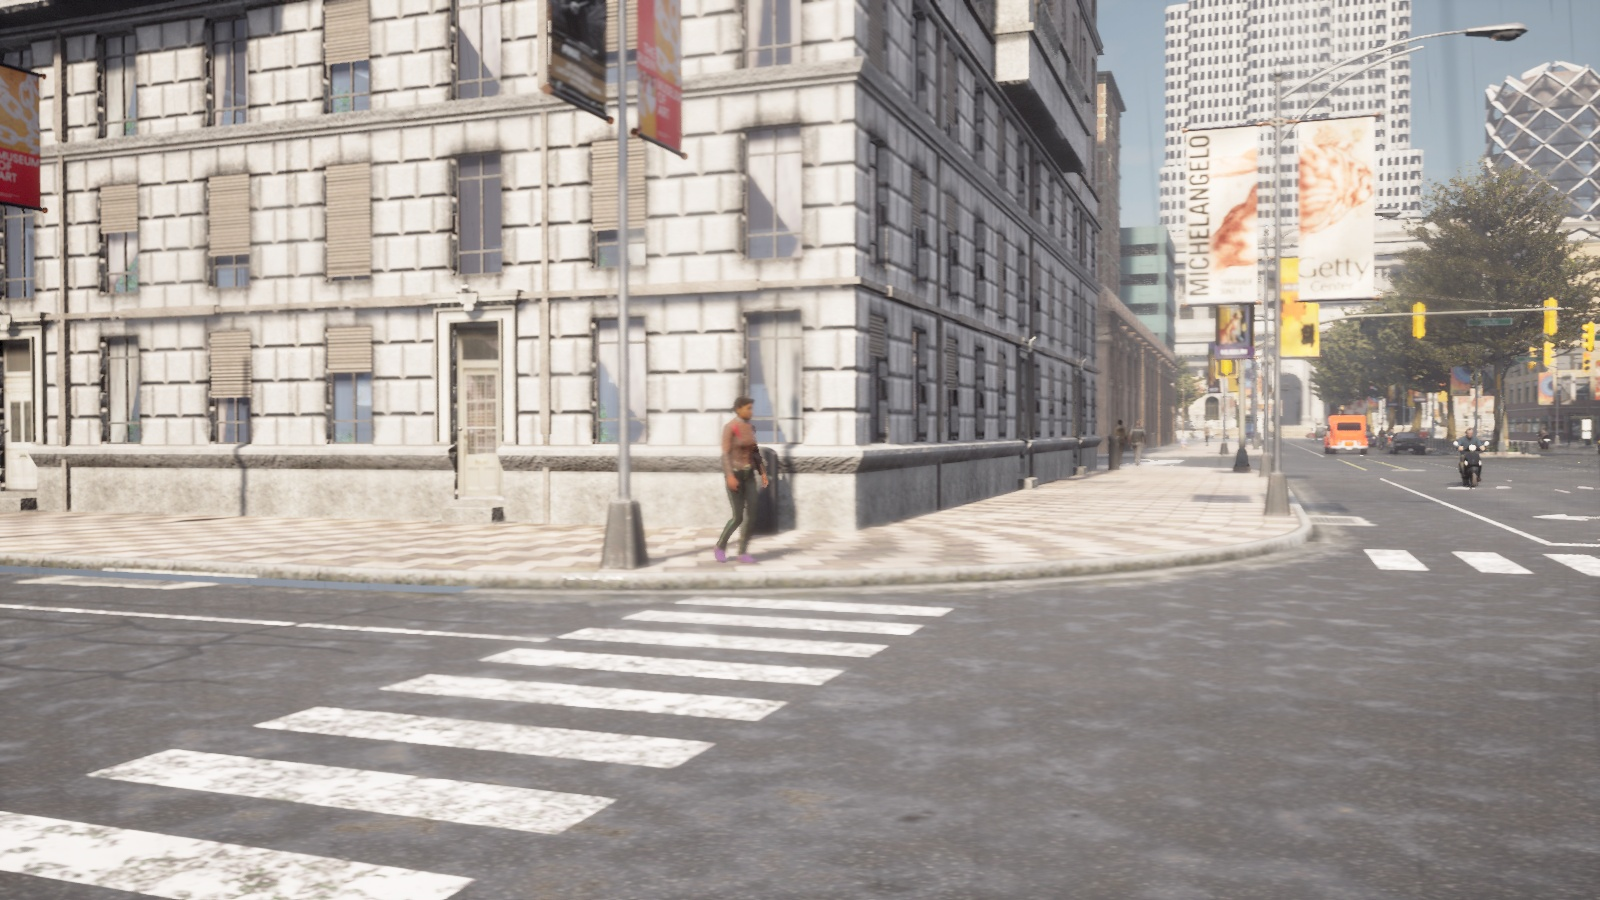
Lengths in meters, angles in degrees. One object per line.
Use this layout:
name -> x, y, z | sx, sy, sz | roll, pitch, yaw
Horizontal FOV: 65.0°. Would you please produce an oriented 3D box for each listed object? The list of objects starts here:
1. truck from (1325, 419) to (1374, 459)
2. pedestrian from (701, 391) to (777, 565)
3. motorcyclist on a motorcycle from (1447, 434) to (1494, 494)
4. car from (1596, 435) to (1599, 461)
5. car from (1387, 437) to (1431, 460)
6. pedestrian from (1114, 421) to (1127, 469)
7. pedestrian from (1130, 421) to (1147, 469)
truck -> 35.201, -0.698, 80.576 | 2.627, 2.467, 5.204 | 1, 1, 21
pedestrian -> -0.663, 0.283, 13.466 | 0.328, 1.805, 0.869 | -1, 1, -42
motorcyclist on a motorcycle -> 18.280, 0.353, 34.262 | 0.866, 1.590, 1.817 | 1, 1, 20
car -> 48.814, -0.122, 74.226 | 1.801, 1.575, 5.366 | 0, 1, 19
car -> 38.877, -0.144, 80.250 | 2.033, 1.411, 5.357 | 1, 1, 21
pedestrian -> 12.854, -0.208, 50.408 | 0.396, 1.930, 0.692 | 0, 1, 6
pedestrian -> 13.453, -0.195, 49.904 | 0.563, 1.883, 0.849 | 1, 1, 21
